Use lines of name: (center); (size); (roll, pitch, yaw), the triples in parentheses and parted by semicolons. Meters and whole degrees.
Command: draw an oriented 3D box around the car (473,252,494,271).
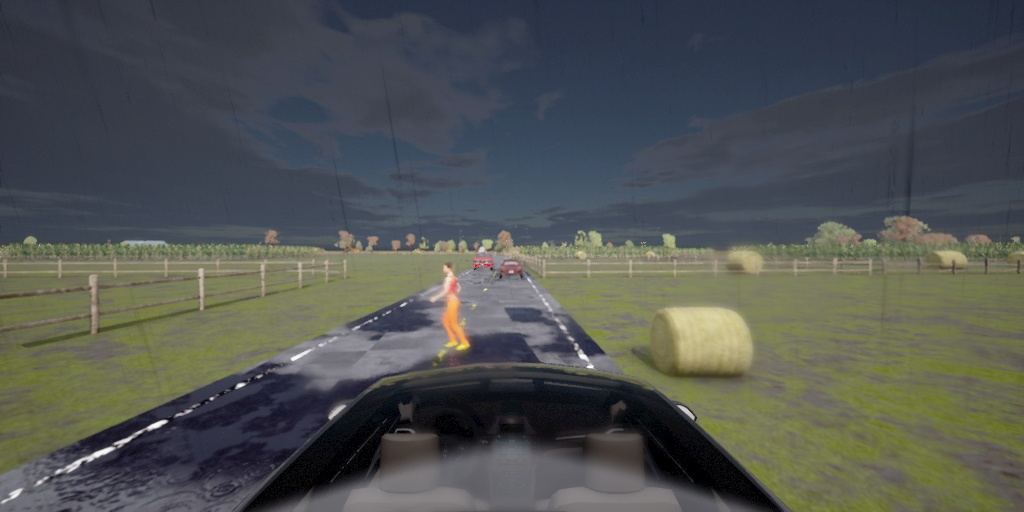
car: (-3.183, 0.554, 40.703); (2.150, 2.045, 5.566); (0, 1, -1)

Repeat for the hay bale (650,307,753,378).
hay bale: (3.125, 1.360, 6.096); (1.220, 1.180, 1.240); (0, 0, 0)

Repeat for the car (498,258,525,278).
car: (-0.074, 0.985, 29.197); (1.812, 1.442, 4.674); (0, 1, -1)

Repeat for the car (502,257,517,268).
car: (-0.372, 0.867, 46.723); (1.895, 1.301, 4.718); (0, 1, -1)

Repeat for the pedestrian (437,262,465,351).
pedestrian: (-1.247, 0.984, 7.387); (0.375, 1.860, 0.375); (0, 1, 2)
